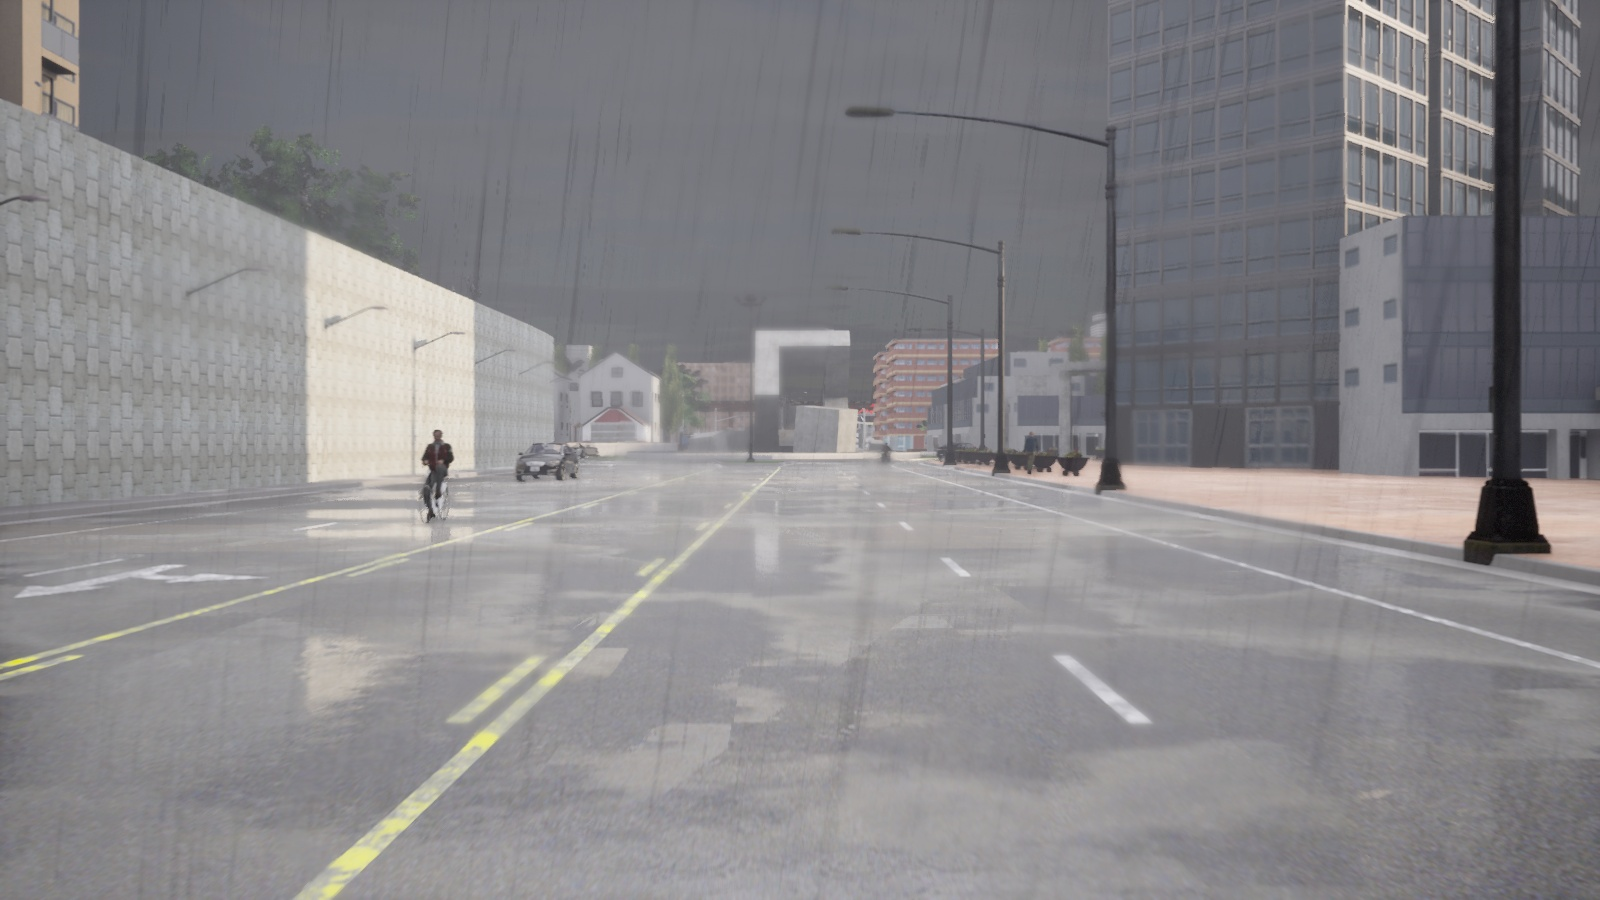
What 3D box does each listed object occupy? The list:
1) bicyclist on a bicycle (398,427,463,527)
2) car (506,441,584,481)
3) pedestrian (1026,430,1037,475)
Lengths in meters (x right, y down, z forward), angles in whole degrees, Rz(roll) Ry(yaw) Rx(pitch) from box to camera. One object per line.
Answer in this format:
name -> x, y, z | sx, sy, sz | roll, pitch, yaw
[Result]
bicyclist on a bicycle -> -6.852, 0.480, 23.372 | 0.659, 1.776, 1.843 | 0, 0, 0
car -> -10.197, 0.409, 50.659 | 2.128, 1.511, 4.902 | 0, 0, 0
pedestrian -> 9.550, 0.117, 51.868 | 0.402, 1.842, 0.726 | 0, 0, 14
